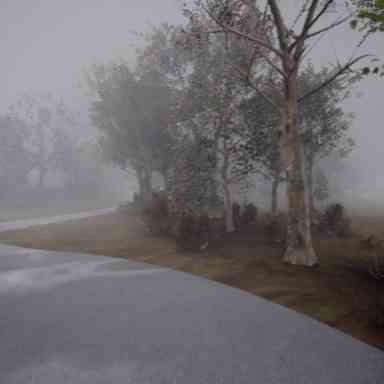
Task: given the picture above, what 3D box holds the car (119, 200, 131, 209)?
[{"bbox_3d":[-12.714,2.329,64.192,2.128,1.511,4.902,-3,1,1],"label":"car"}]
